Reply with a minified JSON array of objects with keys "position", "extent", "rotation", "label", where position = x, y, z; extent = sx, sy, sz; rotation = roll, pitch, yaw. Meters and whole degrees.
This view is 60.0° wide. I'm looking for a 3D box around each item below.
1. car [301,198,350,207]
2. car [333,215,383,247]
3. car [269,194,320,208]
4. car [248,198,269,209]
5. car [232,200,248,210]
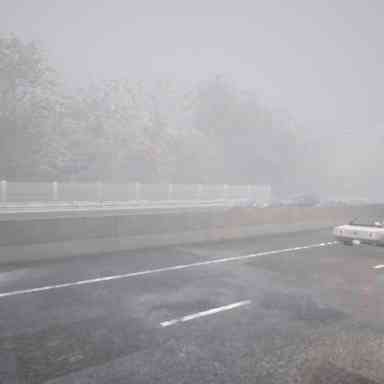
[{"position":[12.571,1.513,30.101],"extent":[4.902,1.511,2.128],"rotation":[0,0,-35],"label":"car"},{"position":[8.053,1.605,13.900],"extent":[4.718,1.301,1.895],"rotation":[0,0,-35],"label":"car"},{"position":[10.609,1.255,32.998],"extent":[5.566,2.045,2.150],"rotation":[0,0,-35],"label":"car"},{"position":[8.665,1.392,35.907],"extent":[4.553,1.767,2.097],"rotation":[0,0,-35],"label":"car"},{"position":[6.674,1.615,38.782],"extent":[4.181,1.385,1.994],"rotation":[0,0,-35],"label":"car"}]
